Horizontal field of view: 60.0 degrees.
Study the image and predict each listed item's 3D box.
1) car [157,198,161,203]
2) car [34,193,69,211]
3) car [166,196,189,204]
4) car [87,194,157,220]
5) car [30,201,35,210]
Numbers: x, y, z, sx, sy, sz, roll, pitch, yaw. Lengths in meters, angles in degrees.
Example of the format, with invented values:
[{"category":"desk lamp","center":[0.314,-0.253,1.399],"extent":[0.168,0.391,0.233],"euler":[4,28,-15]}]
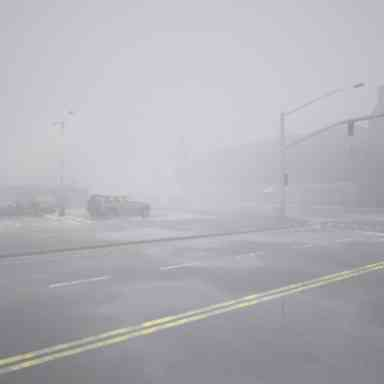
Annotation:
[{"category":"car","center":[-8.386,1.525,68.544],"extent":[1.895,1.301,4.718],"euler":[0,0,-34]},{"category":"car","center":[-18.391,1.132,44.269],"extent":[3.866,1.878,1.905],"euler":[0,0,-35]},{"category":"car","center":[-2.587,1.477,59.896],"extent":[2.033,1.411,5.357],"euler":[0,0,-34]},{"category":"car","center":[-5.388,1.130,25.884],"extent":[4.605,1.855,1.932],"euler":[0,0,-35]},{"category":"car","center":[-20.055,1.371,46.638],"extent":[3.806,1.475,1.970],"euler":[0,0,-35]}]
